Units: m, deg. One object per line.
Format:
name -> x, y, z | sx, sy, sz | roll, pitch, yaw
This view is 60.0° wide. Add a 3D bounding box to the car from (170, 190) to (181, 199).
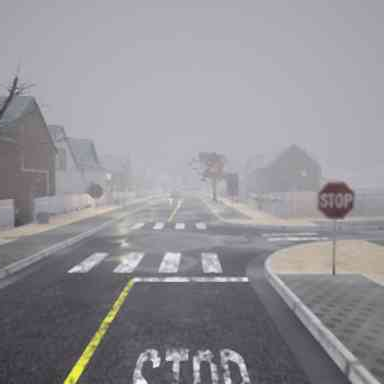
car -> -3.018, 0.468, 60.827 | 1.837, 1.490, 4.892 | 0, 1, 0
